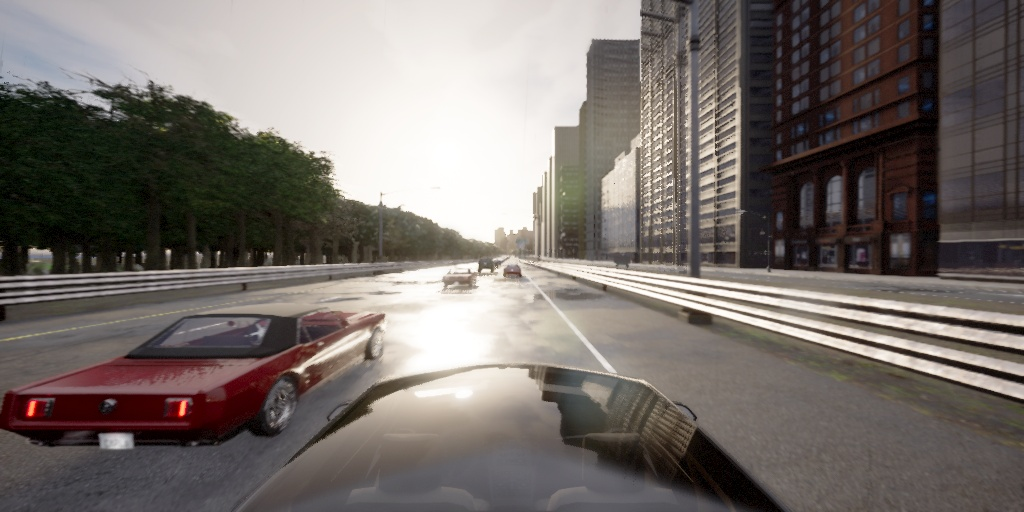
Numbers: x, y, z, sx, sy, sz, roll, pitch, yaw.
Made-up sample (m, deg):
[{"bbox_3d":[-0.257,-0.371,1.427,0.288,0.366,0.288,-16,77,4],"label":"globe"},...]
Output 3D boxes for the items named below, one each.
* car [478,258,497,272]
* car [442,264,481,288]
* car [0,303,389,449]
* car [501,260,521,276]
[{"bbox_3d":[-3.628,1.239,51.086,2.150,2.045,5.566,0,0,0],"label":"car"},{"bbox_3d":[-3.530,1.460,25.055,1.895,1.301,4.718,0,0,0],"label":"car"},{"bbox_3d":[-3.499,1.366,5.400,1.895,1.301,4.718,0,0,0],"label":"car"},{"bbox_3d":[0.019,1.516,41.040,1.994,1.385,4.181,0,0,0],"label":"car"}]
